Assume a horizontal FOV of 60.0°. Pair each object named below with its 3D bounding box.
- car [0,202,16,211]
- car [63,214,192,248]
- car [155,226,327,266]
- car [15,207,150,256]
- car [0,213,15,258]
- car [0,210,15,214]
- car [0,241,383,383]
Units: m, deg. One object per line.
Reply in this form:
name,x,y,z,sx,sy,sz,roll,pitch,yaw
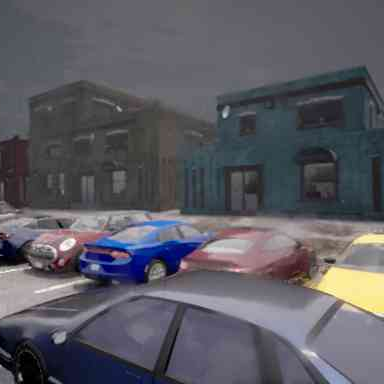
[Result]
car,-9.714,1.424,15.917,2.435,2.045,5.566,-1,-1,35
car,-0.752,1.539,9.483,2.097,1.535,5.008,-1,-1,35
car,1.493,1.550,7.886,2.002,1.452,4.674,-1,0,35
car,-2.977,1.448,11.115,2.185,1.767,4.553,-1,0,35
car,-5.221,1.636,12.713,2.163,1.488,4.792,-1,0,35
car,-7.484,1.680,14.288,2.002,1.452,4.674,-1,-1,35
car,0.134,1.561,3.279,5.357,1.411,2.033,-1,0,36
